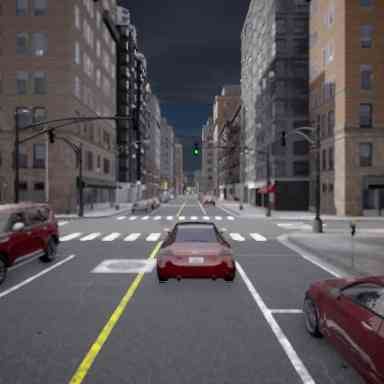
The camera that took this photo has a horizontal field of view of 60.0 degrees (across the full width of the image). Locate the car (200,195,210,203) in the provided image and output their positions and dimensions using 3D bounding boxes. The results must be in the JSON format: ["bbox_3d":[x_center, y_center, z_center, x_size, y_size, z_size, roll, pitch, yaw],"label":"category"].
[{"bbox_3d":[2.637,1.397,68.383,1.887,1.381,4.507,0,0,0],"label":"car"}]

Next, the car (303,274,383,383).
[{"bbox_3d":[2.638,1.574,3.780,1.802,1.307,4.206,0,0,0],"label":"car"}]

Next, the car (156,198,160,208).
[{"bbox_3d":[-5.387,1.461,41.119,1.887,1.381,4.507,0,0,0],"label":"car"}]

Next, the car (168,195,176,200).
[{"bbox_3d":[-5.388,1.384,90.203,1.802,1.307,4.206,0,0,0],"label":"car"}]

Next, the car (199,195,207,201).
[{"bbox_3d":[2.637,1.350,79.461,1.752,1.417,4.829,0,0,0],"label":"car"}]

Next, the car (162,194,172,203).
[{"bbox_3d":[-5.388,1.431,62.935,1.947,1.339,4.313,0,0,0],"label":"car"}]

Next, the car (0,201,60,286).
[{"bbox_3d":[-5.387,1.296,9.201,2.192,1.841,5.009,0,0,0],"label":"car"}]

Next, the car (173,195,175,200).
[{"bbox_3d":[-5.388,1.339,84.580,1.752,1.417,4.829,0,0,0],"label":"car"}]

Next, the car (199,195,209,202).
[{"bbox_3d":[2.637,1.389,73.837,2.008,1.369,4.403,0,0,0],"label":"car"}]

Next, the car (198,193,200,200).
[{"bbox_3d":[2.637,1.306,62.929,1.967,1.590,4.097,0,0,0],"label":"car"}]

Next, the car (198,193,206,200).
[{"bbox_3d":[2.635,1.117,90.200,2.192,1.841,5.009,0,0,0],"label":"car"}]

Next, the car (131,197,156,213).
[{"bbox_3d":[-5.387,1.479,35.665,2.008,1.369,4.403,0,0,0],"label":"car"}]

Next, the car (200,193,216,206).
[{"bbox_3d":[2.638,1.332,52.020,1.967,1.590,4.097,0,0,0],"label":"car"}]

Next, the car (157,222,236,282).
[{"bbox_3d":[0.101,1.544,9.717,1.994,1.385,4.181,0,0,0],"label":"car"}]

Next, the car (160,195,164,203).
[{"bbox_3d":[-5.388,1.430,46.403,1.752,1.417,4.829,0,0,0],"label":"car"}]

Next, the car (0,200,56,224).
[{"bbox_3d":[-12.637,1.398,23.764,4.902,1.511,2.128,0,0,2],"label":"car"}]
